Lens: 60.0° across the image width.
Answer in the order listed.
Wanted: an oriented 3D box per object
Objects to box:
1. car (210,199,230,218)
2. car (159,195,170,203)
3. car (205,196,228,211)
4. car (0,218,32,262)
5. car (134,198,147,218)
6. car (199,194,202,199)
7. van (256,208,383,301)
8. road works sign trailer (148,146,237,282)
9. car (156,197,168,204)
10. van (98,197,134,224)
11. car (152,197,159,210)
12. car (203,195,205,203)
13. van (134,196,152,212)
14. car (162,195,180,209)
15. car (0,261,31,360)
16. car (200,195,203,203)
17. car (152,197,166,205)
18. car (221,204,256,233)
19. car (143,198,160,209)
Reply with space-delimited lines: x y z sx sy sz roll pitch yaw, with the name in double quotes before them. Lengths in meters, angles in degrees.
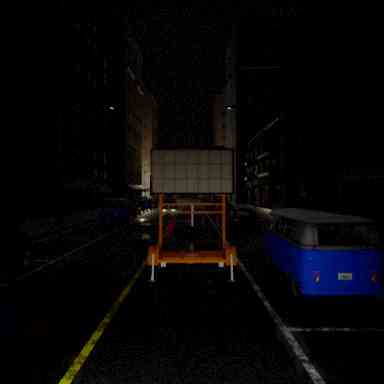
"car" 2.887 1.581 30.071 1.802 1.307 4.206 0 0 0
"car" -5.601 1.450 68.590 1.967 1.590 4.097 0 0 0
"car" 2.892 1.315 35.572 2.192 1.841 5.009 0 0 0
"car" -5.661 1.439 8.075 1.967 1.590 4.097 0 0 0
"car" -5.639 1.550 30.080 2.008 1.369 4.403 0 0 0
"car" 2.925 1.576 68.581 1.947 1.339 4.313 0 0 0
"van" 2.864 1.340 8.066 1.690 1.788 3.998 0 0 0
"road works sign trailer" 0.010 0.464 9.747 2.380 3.560 2.880 0 0 0
"car" -5.606 1.590 63.088 1.802 1.307 4.206 0 0 0
"van" -5.645 1.340 24.580 1.690 1.788 3.998 0 0 0
"car" -5.628 1.566 41.083 1.947 1.339 4.313 0 0 0
"car" 2.903 1.442 46.576 1.967 1.590 4.097 0 0 0
"van" -5.634 1.340 35.581 1.690 1.788 3.998 0 0 0
"car" -3.055 1.549 45.239 2.033 1.411 5.357 0 0 0
"car" -3.098 1.601 2.052 1.895 1.301 4.718 0 0 0
"car" 2.914 1.556 57.578 2.008 1.369 4.403 0 0 0
"car" -5.611 1.571 57.587 1.947 1.339 4.313 0 0 0
"car" 2.876 1.581 19.069 1.802 1.307 4.206 0 0 0
"car" -5.622 1.584 46.584 1.802 1.307 4.206 0 0 0
